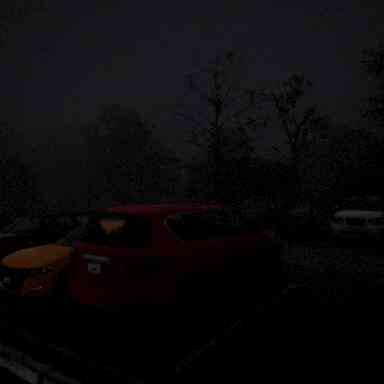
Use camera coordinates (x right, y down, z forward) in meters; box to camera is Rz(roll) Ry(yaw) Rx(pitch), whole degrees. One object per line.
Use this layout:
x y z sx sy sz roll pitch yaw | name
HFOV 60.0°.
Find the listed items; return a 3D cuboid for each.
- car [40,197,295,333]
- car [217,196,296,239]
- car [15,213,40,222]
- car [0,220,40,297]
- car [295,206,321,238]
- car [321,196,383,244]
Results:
0.060 1.253 7.223 2.435 2.045 5.566 -1 0 35 | car
3.946 1.310 19.402 2.435 2.045 5.566 -1 -1 35 | car
-4.818 1.464 10.632 2.185 1.767 4.553 -1 -1 35 | car
-2.343 1.545 8.872 2.097 1.535 5.008 -1 -1 35 | car
6.151 1.524 17.891 2.231 1.521 4.892 -1 -1 35 | car
8.425 1.236 16.276 2.435 2.045 5.566 -1 -1 35 | car
